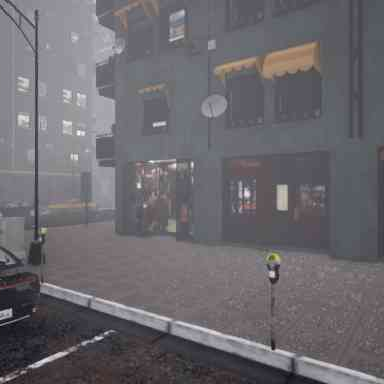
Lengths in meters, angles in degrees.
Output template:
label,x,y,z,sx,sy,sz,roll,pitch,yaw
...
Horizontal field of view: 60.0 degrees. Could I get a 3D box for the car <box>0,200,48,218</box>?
label,x,y,z,sx,sy,sz,roll,pitch,yaw
car,-14.103,1.350,26.086,2.008,1.369,4.403,1,1,35

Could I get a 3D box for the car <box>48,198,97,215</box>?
label,x,y,z,sx,sy,sz,roll,pitch,yaw
car,-11.019,1.250,30.514,1.752,1.417,4.829,1,1,35

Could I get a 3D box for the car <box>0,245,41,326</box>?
label,x,y,z,sx,sy,sz,roll,pitch,yaw
car,-4.519,1.551,6.086,4.403,1.369,2.008,0,0,35
